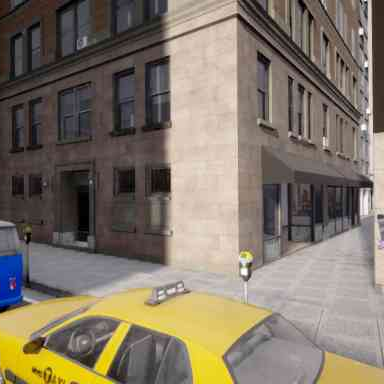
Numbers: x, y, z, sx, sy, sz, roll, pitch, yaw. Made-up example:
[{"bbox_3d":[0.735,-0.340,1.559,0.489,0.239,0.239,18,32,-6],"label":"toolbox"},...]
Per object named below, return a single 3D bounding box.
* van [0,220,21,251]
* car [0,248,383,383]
[{"bbox_3d":[-4.908,1.342,6.371,3.998,1.788,1.690,0,-1,36],"label":"van"},{"bbox_3d":[-0.432,1.526,3.168,4.829,1.417,1.752,0,-1,36],"label":"car"}]
